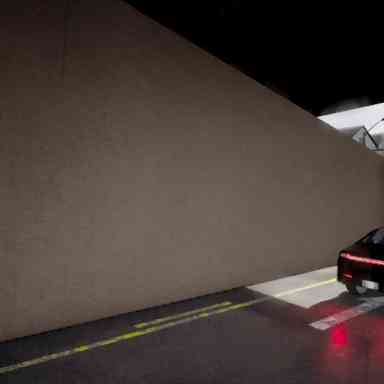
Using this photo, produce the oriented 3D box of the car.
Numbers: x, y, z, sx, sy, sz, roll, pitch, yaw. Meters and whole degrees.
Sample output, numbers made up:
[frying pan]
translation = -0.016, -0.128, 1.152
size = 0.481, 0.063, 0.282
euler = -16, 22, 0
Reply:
[car]
translation = 5.248, 1.491, 7.517
size = 4.902, 1.511, 2.128
euler = 0, 0, -35
